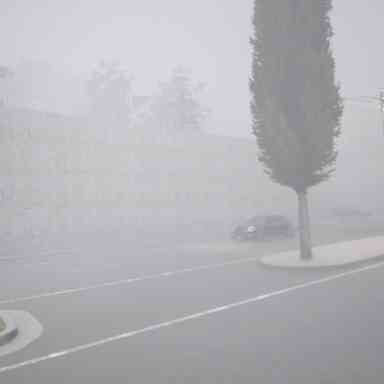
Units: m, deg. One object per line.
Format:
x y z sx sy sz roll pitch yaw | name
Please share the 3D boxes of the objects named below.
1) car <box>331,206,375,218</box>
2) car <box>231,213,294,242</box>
21.189 2.621 44.017 2.033 1.411 5.357 -1 1 -31 | car
4.794 2.358 22.679 4.553 1.767 2.097 0 -4 -36 | car
